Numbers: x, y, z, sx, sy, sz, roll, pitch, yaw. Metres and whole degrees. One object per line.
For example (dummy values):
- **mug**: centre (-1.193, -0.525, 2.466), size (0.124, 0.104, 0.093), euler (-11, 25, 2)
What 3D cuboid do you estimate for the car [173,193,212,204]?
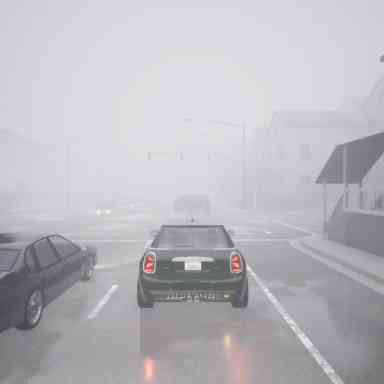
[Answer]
- **car**: centre (-0.078, 1.229, 32.737), size (2.150, 2.045, 5.566), euler (-2, 1, -26)

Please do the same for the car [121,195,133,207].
- **car**: centre (-11.111, 1.352, 51.855), size (2.097, 1.767, 4.553), euler (0, 0, -1)

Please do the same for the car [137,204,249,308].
- **car**: centre (0.005, 1.352, 8.104), size (2.097, 1.767, 4.553), euler (0, 0, 0)

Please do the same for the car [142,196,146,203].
- **car**: centre (-11.225, 1.521, 72.197), size (2.128, 1.511, 4.902), euler (0, 0, -1)

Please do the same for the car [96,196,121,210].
- **car**: centre (-11.030, 1.564, 43.200), size (1.994, 1.385, 4.181), euler (0, 0, -1)

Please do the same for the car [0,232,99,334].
- **car**: centre (-3.486, 1.547, 6.823), size (2.033, 1.411, 5.357), euler (0, 0, 0)

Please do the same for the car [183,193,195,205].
- **car**: centre (-0.503, 1.220, 60.319), size (2.150, 2.045, 5.566), euler (0, 0, -1)

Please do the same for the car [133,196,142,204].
- **car**: centre (-11.181, 1.491, 61.924), size (2.128, 1.511, 4.902), euler (0, 0, 0)

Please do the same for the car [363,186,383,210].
- **car**: centre (16.191, 0.304, 27.987), size (4.674, 1.442, 1.812), euler (-20, 1, -2)
